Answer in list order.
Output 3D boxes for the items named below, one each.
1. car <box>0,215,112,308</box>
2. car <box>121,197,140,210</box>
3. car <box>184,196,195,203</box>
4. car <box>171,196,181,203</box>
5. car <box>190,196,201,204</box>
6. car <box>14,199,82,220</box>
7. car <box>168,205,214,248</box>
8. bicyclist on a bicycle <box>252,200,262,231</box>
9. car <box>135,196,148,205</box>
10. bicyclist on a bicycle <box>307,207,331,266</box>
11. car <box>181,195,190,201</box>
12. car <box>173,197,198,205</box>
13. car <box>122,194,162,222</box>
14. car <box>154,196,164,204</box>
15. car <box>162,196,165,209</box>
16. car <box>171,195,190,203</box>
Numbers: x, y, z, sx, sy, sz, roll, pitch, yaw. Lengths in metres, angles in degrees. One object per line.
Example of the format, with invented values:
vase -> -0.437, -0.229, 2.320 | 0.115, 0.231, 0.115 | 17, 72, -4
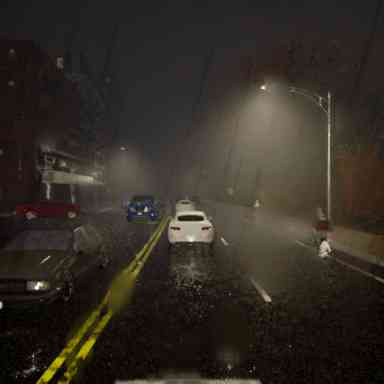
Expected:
car -> -3.415, 1.548, 8.357 | 2.033, 1.411, 5.357 | 0, 0, -1
car -> -8.011, 1.473, 43.679 | 1.882, 1.535, 5.008 | 0, 0, -3
car -> -0.521, 1.561, 72.176 | 1.895, 1.301, 4.718 | 0, 0, -6
car -> -3.363, 1.497, 68.775 | 1.812, 1.442, 4.674 | 0, 0, -6
car -> 0.539, 1.480, 61.155 | 1.837, 1.490, 4.892 | 0, 0, -5
car -> -11.224, 1.340, 26.172 | 5.008, 1.535, 1.882 | 2, 1, -44
car -> -0.081, 1.524, 14.641 | 1.812, 1.442, 4.674 | 0, 0, -1
bicyclist on a bicycle -> 3.838, 1.367, 19.772 | 0.659, 1.776, 1.843 | 0, 0, -2
car -> -9.285, 1.548, 61.068 | 1.994, 1.385, 4.181 | 0, 0, -4
bicyclist on a bicycle -> 4.038, 1.368, 10.697 | 0.659, 1.776, 1.843 | 0, 0, -1
car -> -1.664, 1.456, 82.378 | 1.837, 1.490, 4.892 | 0, 0, -7
car -> -0.698, 1.520, 32.492 | 1.812, 1.442, 4.674 | 0, 0, -3
car -> -3.902, 1.220, 26.924 | 2.150, 2.045, 5.566 | 0, 0, -2
car -> -6.144, 1.484, 62.523 | 1.837, 1.490, 4.892 | 0, 0, -5
car -> -4.858, 1.555, 45.317 | 1.994, 1.385, 4.181 | 0, 0, -4
car -> -1.769, 1.463, 50.318 | 1.882, 1.535, 5.008 | 0, 0, -4
